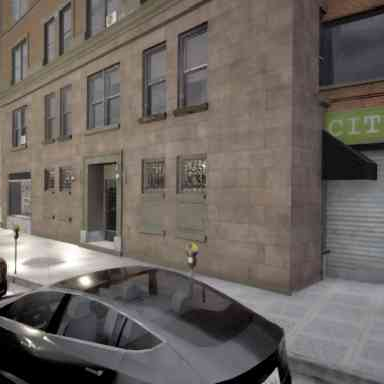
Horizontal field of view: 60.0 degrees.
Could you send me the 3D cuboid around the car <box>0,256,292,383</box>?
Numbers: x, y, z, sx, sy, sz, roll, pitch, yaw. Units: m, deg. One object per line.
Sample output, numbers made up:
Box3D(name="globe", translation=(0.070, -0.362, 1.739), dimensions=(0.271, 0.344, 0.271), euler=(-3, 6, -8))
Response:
Box3D(name="car", translation=(-1.068, 1.565, 3.833), dimensions=(4.313, 1.339, 1.947), euler=(0, 1, 35))
